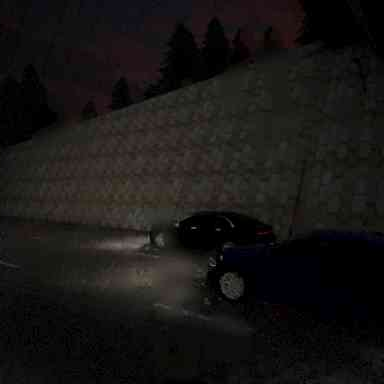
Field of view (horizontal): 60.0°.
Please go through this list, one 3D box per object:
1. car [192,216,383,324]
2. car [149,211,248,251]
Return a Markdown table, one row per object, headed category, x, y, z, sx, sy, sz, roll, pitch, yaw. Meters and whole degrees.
| category | x | y | z | sx | sy | sz | roll | pitch | yaw |
| --- | --- | --- | --- | --- | --- | --- | --- | --- | --- |
| car | 2.639 | 1.465 | 6.410 | 5.008 | 1.535 | 1.882 | 1 | 0 | 36 |
| car | 0.605 | 1.450 | 12.159 | 4.892 | 1.490 | 1.837 | 1 | 0 | 36 |
